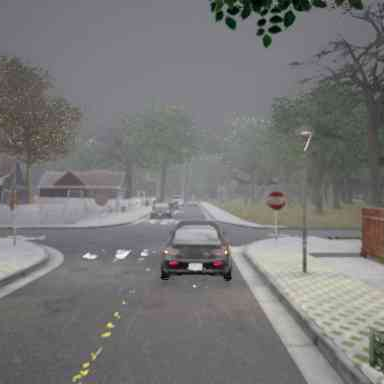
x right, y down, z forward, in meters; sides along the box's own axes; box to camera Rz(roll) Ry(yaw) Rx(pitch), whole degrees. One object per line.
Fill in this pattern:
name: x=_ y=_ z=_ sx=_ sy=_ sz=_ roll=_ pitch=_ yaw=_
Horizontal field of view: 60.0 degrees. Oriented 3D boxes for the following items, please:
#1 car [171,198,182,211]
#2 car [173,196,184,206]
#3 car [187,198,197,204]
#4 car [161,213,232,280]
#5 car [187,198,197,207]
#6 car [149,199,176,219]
car: x=-2.833 y=1.879 z=46.505 sx=1.994 sy=1.385 sz=4.181 roll=0 pitch=-1 yaw=0
car: x=-2.736 y=1.711 z=64.447 sx=2.150 sy=2.045 sz=5.566 roll=0 pitch=-1 yaw=0
car: x=0.023 y=1.963 z=73.471 sx=1.994 sy=1.385 sz=4.181 roll=0 pitch=-1 yaw=0
car: x=0.157 y=1.580 z=10.031 sx=1.812 sy=1.442 sz=4.674 roll=0 pitch=0 yaw=2
car: x=0.073 y=2.079 z=63.400 sx=1.895 sy=1.301 sz=4.718 roll=0 pitch=-1 yaw=0
car: x=-2.826 y=1.714 z=31.529 sx=1.812 sy=1.442 sz=4.674 roll=0 pitch=0 yaw=0
